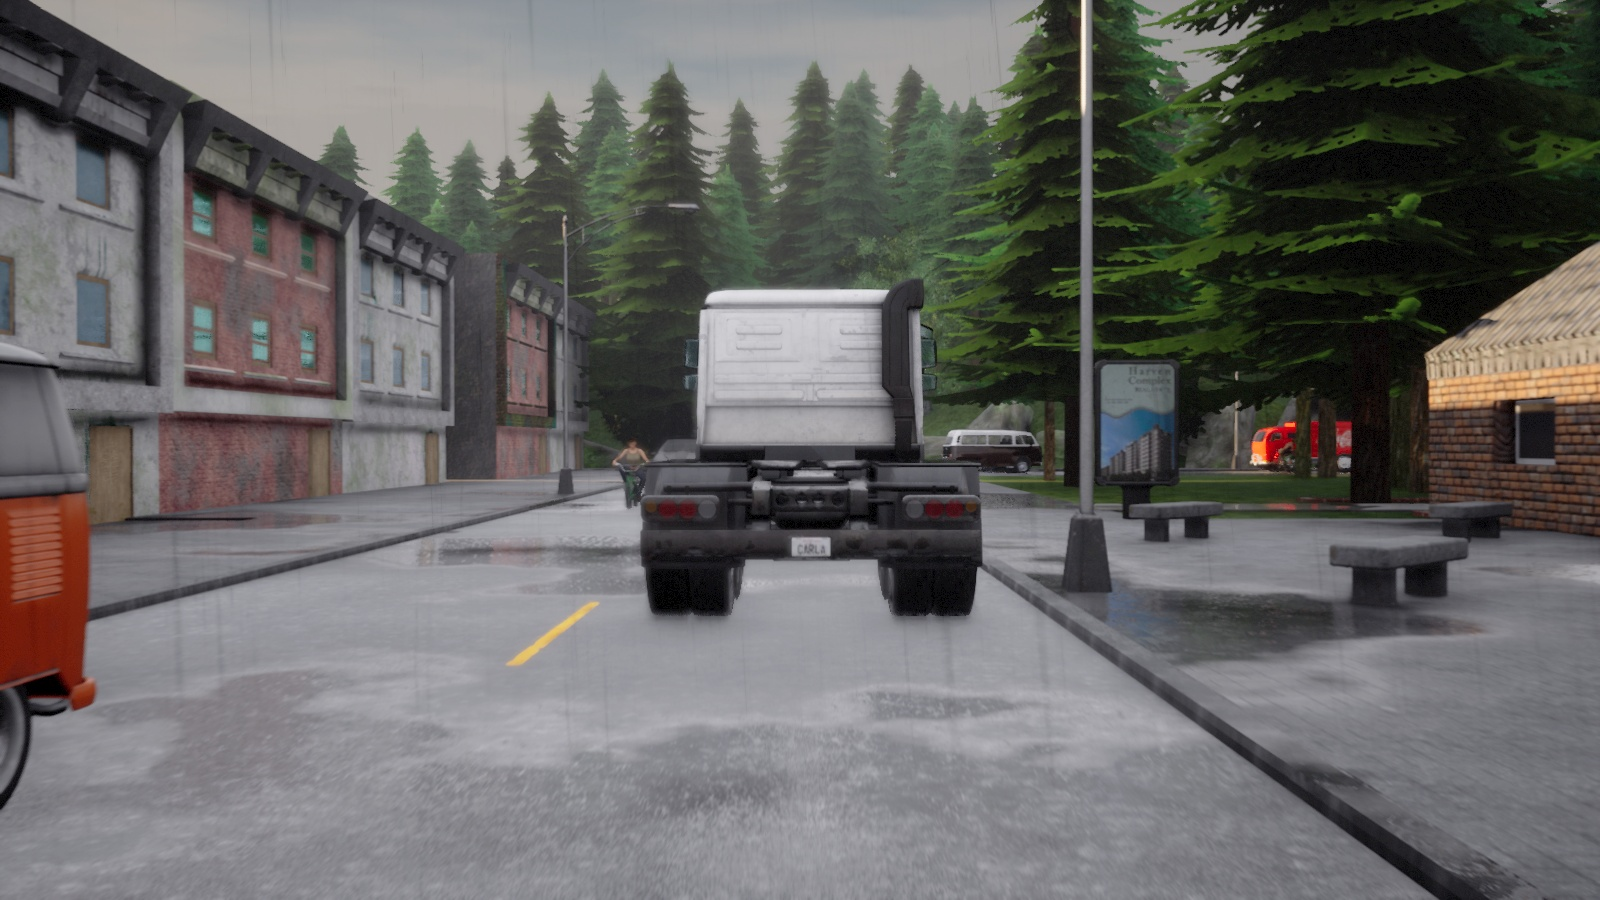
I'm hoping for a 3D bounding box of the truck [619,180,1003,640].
[{"bbox_3d":[0.111,-0.320,13.431,2.891,3.462,7.936,0,0,0],"label":"truck"}]

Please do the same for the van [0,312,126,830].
[{"bbox_3d":[-3.963,0.474,3.483,1.775,1.987,4.442,0,0,0],"label":"van"}]

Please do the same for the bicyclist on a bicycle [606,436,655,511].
[{"bbox_3d":[-3.772,0.504,28.011,0.866,1.612,1.509,0,0,1],"label":"bicyclist on a bicycle"}]

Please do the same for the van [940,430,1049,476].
[{"bbox_3d":[8.807,0.118,57.017,4.480,2.038,2.069,0,0,-9],"label":"van"}]

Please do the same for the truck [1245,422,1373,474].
[{"bbox_3d":[24.716,-0.105,61.141,5.204,2.467,2.627,0,0,0],"label":"truck"}]

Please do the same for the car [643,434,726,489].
[{"bbox_3d":[-3.685,0.331,40.763,2.242,1.667,4.611,0,0,0],"label":"car"}]
